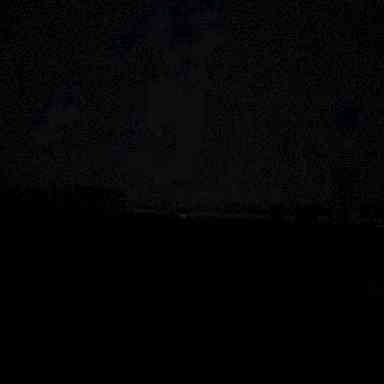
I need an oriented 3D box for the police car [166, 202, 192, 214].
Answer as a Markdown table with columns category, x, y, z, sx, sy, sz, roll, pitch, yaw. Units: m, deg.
| category | x | y | z | sx | sy | sz | roll | pitch | yaw |
| --- | --- | --- | --- | --- | --- | --- | --- | --- | --- |
| police car | -1.941 | 2.359 | 49.442 | 1.930 | 1.638 | 5.238 | -2 | 0 | -35 |
